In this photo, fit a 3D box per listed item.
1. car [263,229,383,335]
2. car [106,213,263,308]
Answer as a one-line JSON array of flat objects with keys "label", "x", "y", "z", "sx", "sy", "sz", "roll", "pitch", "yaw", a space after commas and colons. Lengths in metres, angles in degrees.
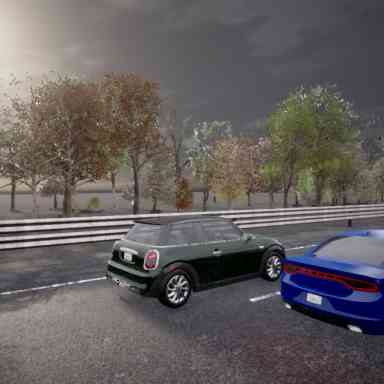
[{"label": "car", "x": 3.879, "y": 1.478, "z": 6.510, "sx": 5.008, "sy": 1.535, "sz": 1.882, "roll": 0, "pitch": 0, "yaw": -35}, {"label": "car", "x": 0.324, "y": 1.352, "z": 8.197, "sx": 4.553, "sy": 1.767, "sz": 2.097, "roll": 0, "pitch": 0, "yaw": -39}]
